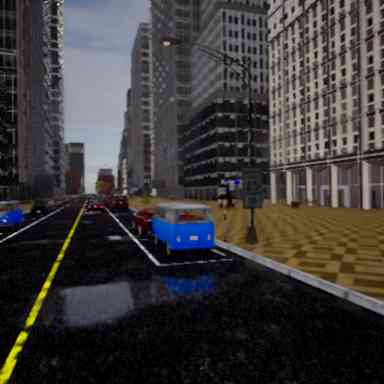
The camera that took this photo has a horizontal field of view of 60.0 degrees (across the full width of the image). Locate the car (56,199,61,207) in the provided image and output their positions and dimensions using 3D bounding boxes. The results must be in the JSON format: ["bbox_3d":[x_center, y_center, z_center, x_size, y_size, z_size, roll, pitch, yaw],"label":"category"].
[{"bbox_3d":[-18.250,1.683,42.164,2.008,1.369,4.403,-1,0,-17],"label":"car"}]

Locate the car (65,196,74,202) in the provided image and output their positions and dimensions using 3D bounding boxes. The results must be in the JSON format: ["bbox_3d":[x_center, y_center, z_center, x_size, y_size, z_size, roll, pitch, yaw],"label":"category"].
[{"bbox_3d":[-31.123,1.754,84.568,1.802,1.307,4.206,-1,0,-17],"label":"car"}]

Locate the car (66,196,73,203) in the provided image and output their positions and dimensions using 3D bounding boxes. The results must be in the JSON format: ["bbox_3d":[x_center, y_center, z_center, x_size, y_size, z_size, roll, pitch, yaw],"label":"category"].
[{"bbox_3d":[-27.904,1.744,73.968,1.802,1.307,4.206,-1,0,-17],"label":"car"}]

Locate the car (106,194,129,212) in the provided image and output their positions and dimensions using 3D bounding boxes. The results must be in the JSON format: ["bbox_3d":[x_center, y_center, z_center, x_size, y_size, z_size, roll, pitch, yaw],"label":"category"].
[{"bbox_3d":[-8.626,1.306,39.298,2.192,1.841,5.009,-1,0,-17],"label":"car"}]

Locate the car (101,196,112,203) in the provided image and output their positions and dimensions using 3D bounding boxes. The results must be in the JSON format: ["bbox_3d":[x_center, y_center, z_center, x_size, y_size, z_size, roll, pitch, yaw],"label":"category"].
[{"bbox_3d":[-18.278,1.572,71.102,2.008,1.369,4.403,-1,0,-17],"label":"car"}]

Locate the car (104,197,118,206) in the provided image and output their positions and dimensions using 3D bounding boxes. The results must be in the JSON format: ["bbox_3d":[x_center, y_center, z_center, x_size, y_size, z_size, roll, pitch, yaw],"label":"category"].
[{"bbox_3d":[-13.450,1.572,55.200,1.947,1.339,4.313,-1,0,-17],"label":"car"}]

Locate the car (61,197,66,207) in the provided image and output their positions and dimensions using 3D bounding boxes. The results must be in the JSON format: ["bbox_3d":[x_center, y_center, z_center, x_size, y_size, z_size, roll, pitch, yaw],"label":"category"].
[{"bbox_3d":[-21.468,1.724,52.766,1.802,1.307,4.206,-1,0,-17],"label":"car"}]

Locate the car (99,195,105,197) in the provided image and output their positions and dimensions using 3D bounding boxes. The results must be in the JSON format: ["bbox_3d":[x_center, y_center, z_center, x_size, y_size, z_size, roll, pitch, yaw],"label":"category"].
[{"bbox_3d":[-13.997,1.536,47.729,2.128,1.511,4.902,-1,0,-17],"label":"car"}]

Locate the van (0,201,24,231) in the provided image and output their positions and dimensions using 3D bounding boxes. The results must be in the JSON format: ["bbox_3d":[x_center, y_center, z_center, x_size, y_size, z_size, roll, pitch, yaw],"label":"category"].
[{"bbox_3d":[-11.816,1.451,20.962,1.690,1.788,3.998,-1,0,-17],"label":"van"}]

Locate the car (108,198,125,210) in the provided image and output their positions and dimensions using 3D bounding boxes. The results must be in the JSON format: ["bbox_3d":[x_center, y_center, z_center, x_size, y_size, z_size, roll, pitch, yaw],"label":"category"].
[{"bbox_3d":[-10.233,1.541,44.599,1.887,1.381,4.507,-1,0,-17],"label":"car"}]

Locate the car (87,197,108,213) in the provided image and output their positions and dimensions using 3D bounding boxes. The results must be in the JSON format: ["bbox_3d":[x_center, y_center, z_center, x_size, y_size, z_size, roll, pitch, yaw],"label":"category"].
[{"bbox_3d":[-10.905,1.581,37.542,2.033,1.411,5.357,-1,0,-17],"label":"car"}]

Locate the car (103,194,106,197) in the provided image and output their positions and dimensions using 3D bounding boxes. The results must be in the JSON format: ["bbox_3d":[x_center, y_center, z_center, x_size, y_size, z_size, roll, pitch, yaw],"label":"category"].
[{"bbox_3d":[-11.845,1.316,49.899,2.192,1.841,5.009,-1,0,-17],"label":"car"}]

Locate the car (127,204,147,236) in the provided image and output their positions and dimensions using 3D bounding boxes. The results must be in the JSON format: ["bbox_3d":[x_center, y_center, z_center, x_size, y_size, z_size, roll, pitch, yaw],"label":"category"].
[{"bbox_3d":[-2.166,1.512,18.106,1.887,1.381,4.507,-1,0,-17],"label":"car"}]

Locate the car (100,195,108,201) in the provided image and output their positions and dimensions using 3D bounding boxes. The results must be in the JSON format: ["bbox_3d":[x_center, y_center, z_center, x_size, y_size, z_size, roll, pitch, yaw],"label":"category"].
[{"bbox_3d":[-23.105,1.602,87.003,1.947,1.339,4.313,-1,0,-17],"label":"car"}]

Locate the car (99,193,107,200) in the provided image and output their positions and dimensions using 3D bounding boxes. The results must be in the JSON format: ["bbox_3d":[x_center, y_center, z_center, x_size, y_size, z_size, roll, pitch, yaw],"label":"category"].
[{"bbox_3d":[-24.717,1.355,92.302,2.192,1.841,5.009,-1,0,-17],"label":"car"}]

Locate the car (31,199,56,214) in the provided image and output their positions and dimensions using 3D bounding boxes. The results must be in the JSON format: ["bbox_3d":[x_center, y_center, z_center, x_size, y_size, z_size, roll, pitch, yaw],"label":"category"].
[{"bbox_3d":[-16.641,1.693,36.864,1.947,1.339,4.313,-1,0,-17],"label":"car"}]

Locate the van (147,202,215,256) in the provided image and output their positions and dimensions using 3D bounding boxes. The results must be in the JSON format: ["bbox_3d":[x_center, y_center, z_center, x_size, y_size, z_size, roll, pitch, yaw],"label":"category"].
[{"bbox_3d":[-0.473,1.301,12.833,1.690,1.788,3.998,-1,0,-17],"label":"van"}]

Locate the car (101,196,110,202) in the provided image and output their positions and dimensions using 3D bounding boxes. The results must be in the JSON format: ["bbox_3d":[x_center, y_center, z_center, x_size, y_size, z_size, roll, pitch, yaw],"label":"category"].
[{"bbox_3d":[-19.937,1.552,76.565,1.752,1.417,4.829,-1,0,-17],"label":"car"}]
